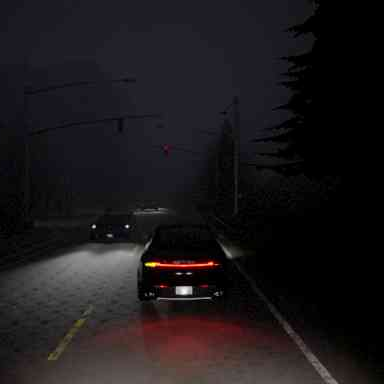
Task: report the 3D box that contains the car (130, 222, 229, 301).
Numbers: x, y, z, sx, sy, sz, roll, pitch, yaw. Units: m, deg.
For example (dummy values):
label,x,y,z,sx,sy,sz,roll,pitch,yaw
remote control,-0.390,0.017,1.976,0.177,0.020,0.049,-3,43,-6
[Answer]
label,x,y,z,sx,sy,sz,roll,pitch,yaw
car,-0.218,1.505,8.343,1.837,1.490,4.892,0,0,-2

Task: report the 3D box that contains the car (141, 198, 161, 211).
label,x,y,z,sx,sy,sz,roll,pitch,yaw
car,-5.137,1.526,40.655,1.812,1.442,4.674,0,0,-3

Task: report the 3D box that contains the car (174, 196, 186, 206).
label,x,y,z,sx,sy,sz,roll,pitch,yaw
car,-2.077,1.477,56.529,1.882,1.535,5.008,0,0,-2

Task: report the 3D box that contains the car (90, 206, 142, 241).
label,x,y,z,sx,sy,sz,roll,pitch,yaw
car,-3.758,1.601,16.789,1.895,1.301,4.718,0,0,-5
